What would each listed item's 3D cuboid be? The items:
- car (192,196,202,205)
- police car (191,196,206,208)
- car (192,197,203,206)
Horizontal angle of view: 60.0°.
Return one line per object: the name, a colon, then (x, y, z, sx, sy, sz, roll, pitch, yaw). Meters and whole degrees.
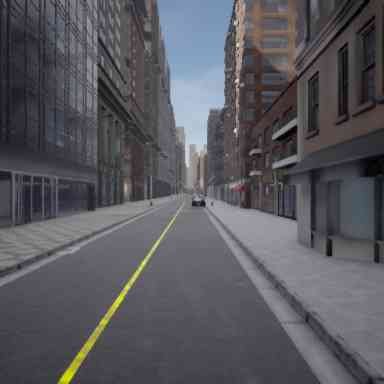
car: (0.899, 1.532, 62.967, 1.882, 1.535, 5.008, 0, 0, 0)
police car: (0.899, 1.446, 47.077, 1.930, 1.638, 5.238, 0, 0, 0)
car: (0.900, 1.562, 56.967, 1.812, 1.442, 4.674, 0, 0, 0)
